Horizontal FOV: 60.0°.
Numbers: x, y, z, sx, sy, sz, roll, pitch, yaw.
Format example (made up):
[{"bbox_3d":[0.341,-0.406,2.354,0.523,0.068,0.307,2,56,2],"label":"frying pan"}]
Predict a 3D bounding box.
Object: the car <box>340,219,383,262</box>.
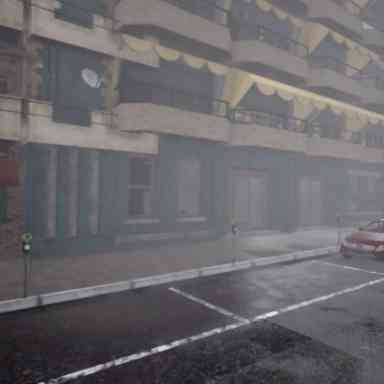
[{"bbox_3d":[6.838,1.612,11.425,4.206,1.307,1.802,0,1,-35],"label":"car"}]
